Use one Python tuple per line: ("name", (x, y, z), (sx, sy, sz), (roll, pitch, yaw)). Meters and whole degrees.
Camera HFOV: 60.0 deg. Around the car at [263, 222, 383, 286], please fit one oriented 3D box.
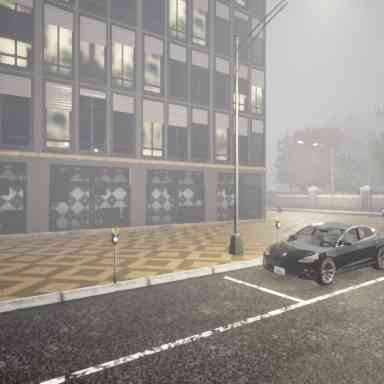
("car", (3.930, 1.562, 9.447), (4.313, 1.339, 1.947), (0, 0, -35))
